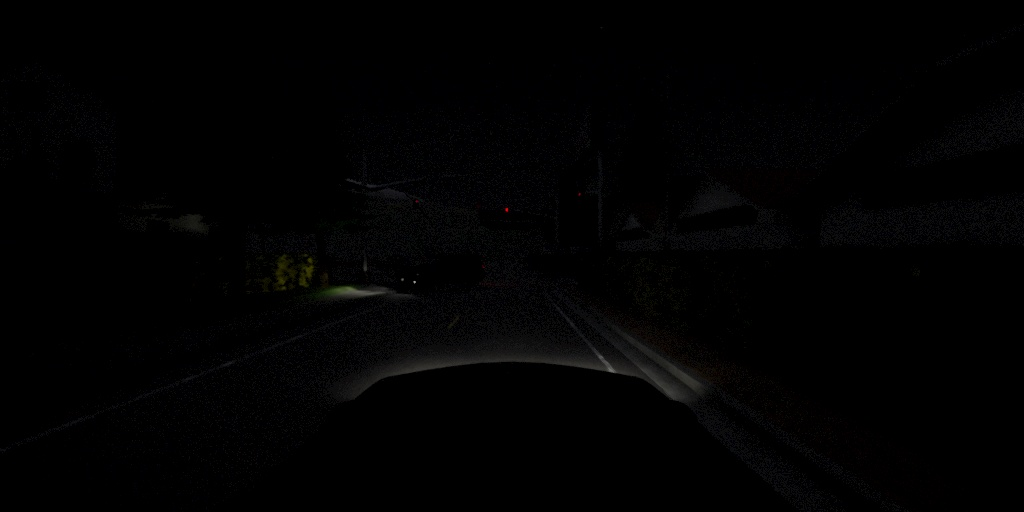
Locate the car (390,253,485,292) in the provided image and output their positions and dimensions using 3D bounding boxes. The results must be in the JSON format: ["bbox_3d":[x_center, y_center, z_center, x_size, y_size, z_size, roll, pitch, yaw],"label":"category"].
[{"bbox_3d":[-4.177,0.897,21.907,2.150,2.045,5.566,3,3,44],"label":"car"}]
